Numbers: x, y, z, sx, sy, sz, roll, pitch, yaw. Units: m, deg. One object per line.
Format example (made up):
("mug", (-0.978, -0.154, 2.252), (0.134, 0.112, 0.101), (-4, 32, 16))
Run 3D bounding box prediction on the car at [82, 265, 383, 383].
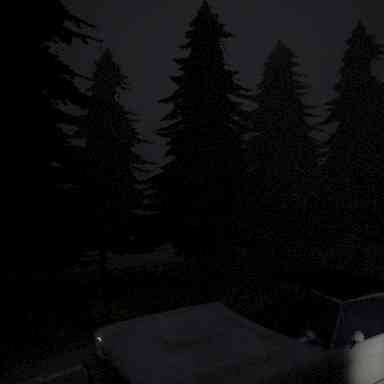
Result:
("car", (1.246, 1.674, 3.954), (4.718, 1.301, 1.895), (1, -1, -32))
